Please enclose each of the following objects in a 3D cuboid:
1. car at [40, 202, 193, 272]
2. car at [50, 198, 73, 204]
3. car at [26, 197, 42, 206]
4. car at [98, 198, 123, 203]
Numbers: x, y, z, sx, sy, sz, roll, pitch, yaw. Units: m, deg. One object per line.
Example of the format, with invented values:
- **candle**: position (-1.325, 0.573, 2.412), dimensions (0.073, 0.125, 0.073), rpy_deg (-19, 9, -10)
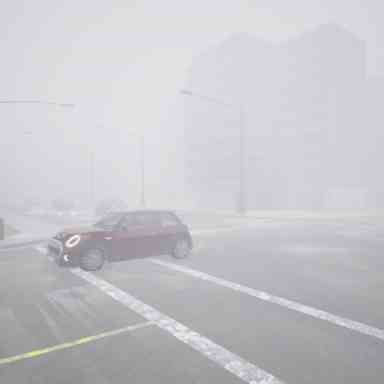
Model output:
- **car**: position (-2.238, 1.357, 10.935), dimensions (4.553, 1.767, 2.097), rpy_deg (0, 0, -36)
- **car**: position (-16.112, 1.477, 41.191), dimensions (1.882, 1.535, 5.008), rpy_deg (0, 0, -36)
- **car**: position (-26.262, 1.503, 55.135), dimensions (2.128, 1.511, 4.902), rpy_deg (0, 0, -36)
- **car**: position (-6.679, 1.351, 28.369), dimensions (2.097, 1.767, 4.553), rpy_deg (0, 0, -36)
